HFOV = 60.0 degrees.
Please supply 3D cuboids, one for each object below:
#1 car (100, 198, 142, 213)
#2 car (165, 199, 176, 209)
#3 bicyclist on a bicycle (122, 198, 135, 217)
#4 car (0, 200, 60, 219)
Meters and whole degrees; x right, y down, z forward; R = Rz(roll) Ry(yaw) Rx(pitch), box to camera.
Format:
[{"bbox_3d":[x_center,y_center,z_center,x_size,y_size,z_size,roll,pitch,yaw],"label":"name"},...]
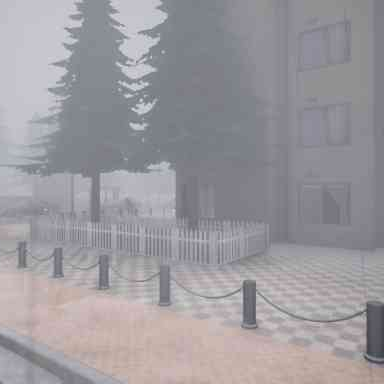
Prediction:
[{"bbox_3d":[-7.825,1.462,36.946,1.882,1.535,5.008,0,0,37],"label":"car"},{"bbox_3d":[-1.612,1.510,45.076,1.812,1.442,4.674,0,0,37],"label":"car"},{"bbox_3d":[-5.345,1.285,27.851,1.656,1.620,0.582,0,0,37],"label":"bicyclist on a bicycle"},{"bbox_3d":[-13.951,1.476,28.893,2.128,1.511,4.902,0,0,37],"label":"car"}]
